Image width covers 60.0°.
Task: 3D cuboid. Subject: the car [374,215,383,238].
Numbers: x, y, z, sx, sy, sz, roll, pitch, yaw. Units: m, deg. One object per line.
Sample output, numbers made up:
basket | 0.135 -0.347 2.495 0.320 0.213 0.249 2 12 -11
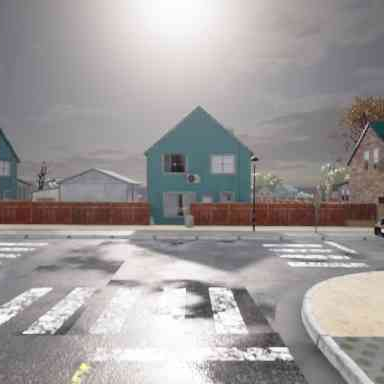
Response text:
car | 10.860 1.313 14.120 5.566 2.045 2.150 0 1 -1
